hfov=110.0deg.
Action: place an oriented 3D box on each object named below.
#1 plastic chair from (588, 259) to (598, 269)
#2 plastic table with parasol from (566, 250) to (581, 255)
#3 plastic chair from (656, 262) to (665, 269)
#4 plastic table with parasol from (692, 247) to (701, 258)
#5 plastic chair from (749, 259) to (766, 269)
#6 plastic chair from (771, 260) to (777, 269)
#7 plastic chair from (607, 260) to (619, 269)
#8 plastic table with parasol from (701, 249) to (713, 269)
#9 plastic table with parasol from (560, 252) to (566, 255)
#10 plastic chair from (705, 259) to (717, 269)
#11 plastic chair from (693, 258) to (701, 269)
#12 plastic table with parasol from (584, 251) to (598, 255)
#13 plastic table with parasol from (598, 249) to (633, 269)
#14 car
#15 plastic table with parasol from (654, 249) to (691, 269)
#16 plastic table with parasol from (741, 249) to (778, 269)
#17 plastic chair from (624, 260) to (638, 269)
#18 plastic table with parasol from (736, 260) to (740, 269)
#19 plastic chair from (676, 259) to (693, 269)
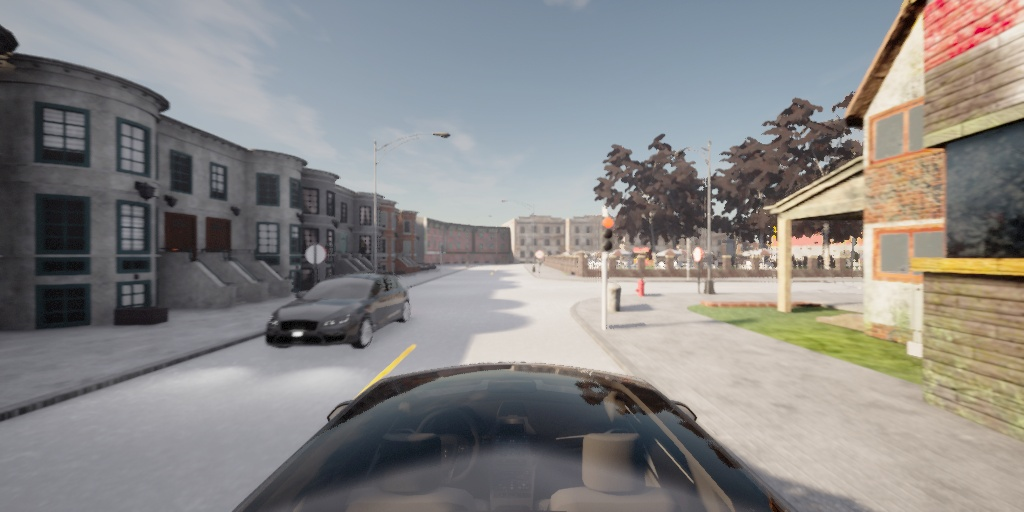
[{"bbox_3d":[8.590,1.160,37.349,0.730,1.272,0.750,0,0,-40],"label":"plastic chair"},{"bbox_3d":[10.010,0.431,52.183,2.482,2.480,2.482,0,0,-38],"label":"plastic table with parasol"},{"bbox_3d":[14.261,1.193,33.861,0.730,1.272,0.750,0,0,-40],"label":"plastic chair"},{"bbox_3d":[18.256,0.527,38.594,2.482,2.480,2.482,0,0,-42],"label":"plastic table with parasol"},{"bbox_3d":[22.708,1.165,33.144,0.730,1.272,0.750,0,0,-39],"label":"plastic chair"},{"bbox_3d":[24.634,1.192,32.926,0.750,1.272,0.730,0,0,-35],"label":"plastic chair"},{"bbox_3d":[9.031,1.216,32.859,0.730,1.272,0.750,0,0,-40],"label":"plastic chair"},{"bbox_3d":[22.049,0.462,41.863,2.482,2.480,2.482,0,0,-39],"label":"plastic table with parasol"},{"bbox_3d":[9.213,0.505,59.879,2.482,2.480,2.482,0,0,0],"label":"plastic table with parasol"},{"bbox_3d":[22.893,1.133,40.871,0.750,1.272,0.730,0,0,-34],"label":"plastic chair"},{"bbox_3d":[19.145,1.162,37.642,0.750,1.272,0.730,0,0,-35],"label":"plastic chair"},{"bbox_3d":[9.620,0.556,38.094,2.482,2.480,2.482,0,0,-40],"label":"plastic table with parasol"},{"bbox_3d":[10.062,0.609,33.604,2.482,2.480,2.482,0,0,-40],"label":"plastic table with parasol"},{"bbox_3d":[-4.019,1.228,9.177,1.837,1.490,4.892,0,0,0],"label":"car"},{"bbox_3d":[15.292,0.575,34.606,2.482,2.480,2.482,0,0,-40],"label":"plastic table with parasol"},{"bbox_3d":[23.734,0.557,33.899,2.482,2.480,2.482,0,0,-40],"label":"plastic table with parasol"},{"bbox_3d":[10.964,1.217,32.631,0.750,1.272,0.730,0,0,-35],"label":"plastic chair"},{"bbox_3d":[26.470,0.546,39.220,2.482,2.480,2.482,0,0,-40],"label":"plastic table with parasol"},{"bbox_3d":[16.194,1.182,33.633,0.750,1.272,0.730,0,0,-35],"label":"plastic chair"}]
